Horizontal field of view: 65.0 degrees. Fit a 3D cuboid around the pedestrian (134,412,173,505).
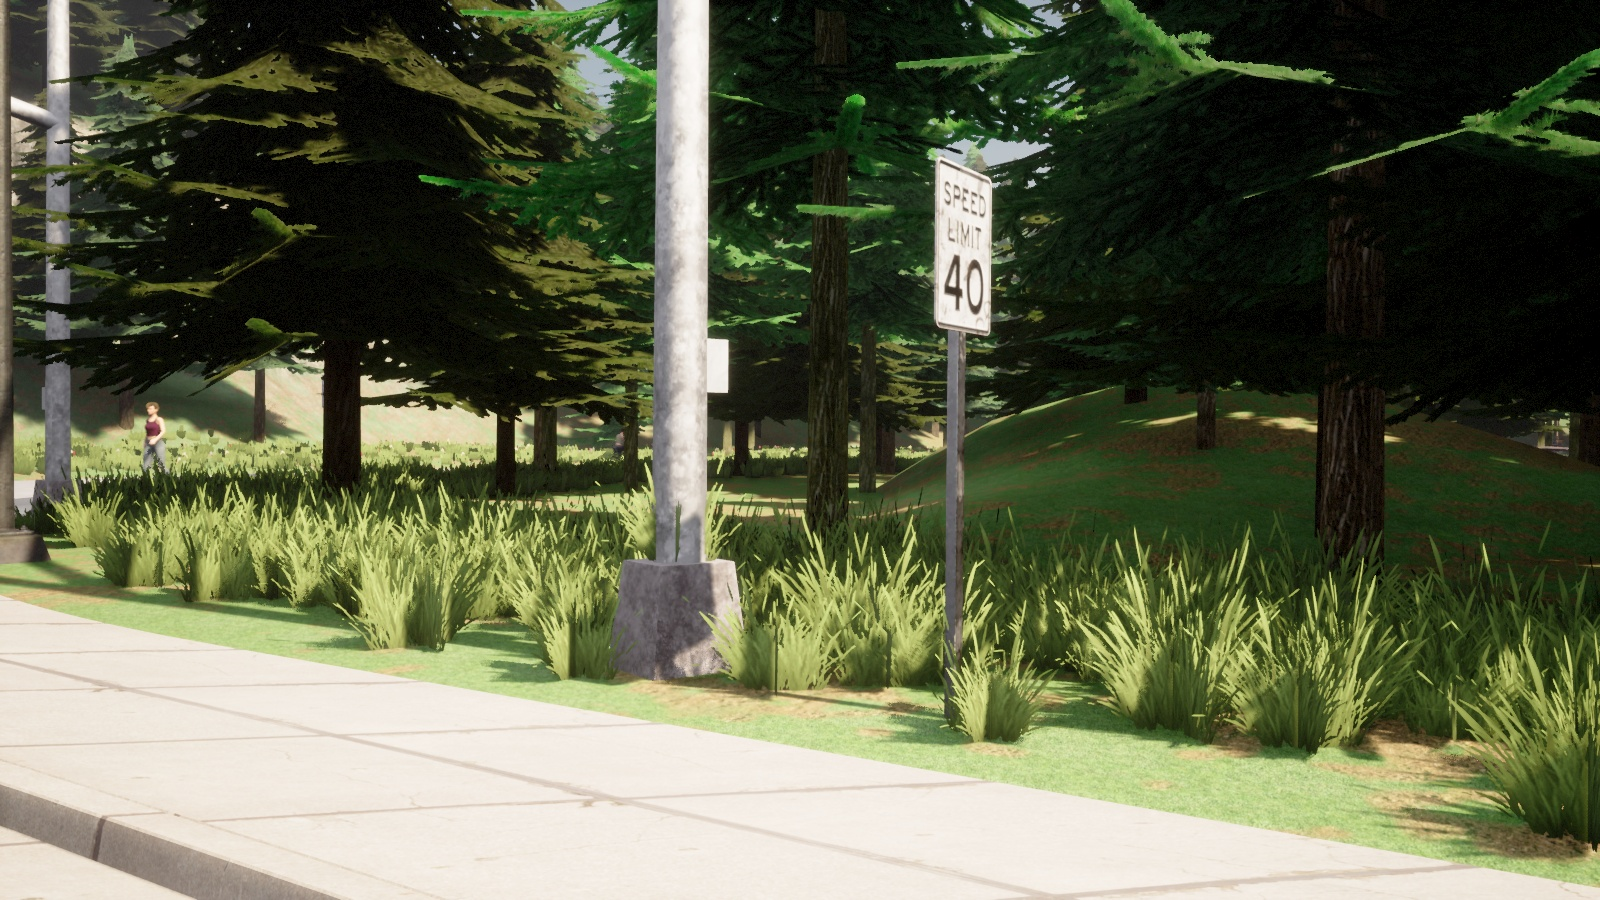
[{"bbox_3d":[-12.973,0.167,25.208,0.345,1.836,0.594,0,1,17],"label":"pedestrian"}]
